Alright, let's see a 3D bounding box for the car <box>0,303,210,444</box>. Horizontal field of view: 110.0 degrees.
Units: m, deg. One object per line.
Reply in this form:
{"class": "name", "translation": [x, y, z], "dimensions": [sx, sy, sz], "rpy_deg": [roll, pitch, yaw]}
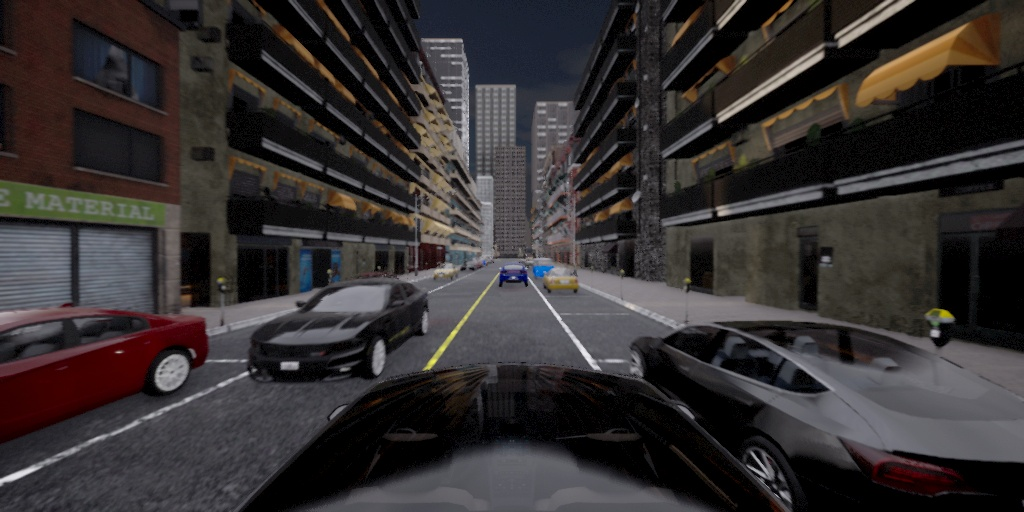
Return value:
{"class": "car", "translation": [-5.692, 1.294, 3.845], "dimensions": [1.888, 1.381, 4.507], "rpy_deg": [0, 0, 0]}

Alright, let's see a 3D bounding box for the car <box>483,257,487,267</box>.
{"class": "car", "translation": [-5.691, 1.303, 59.080], "dimensions": [1.888, 1.381, 4.507], "rpy_deg": [0, 0, 0]}

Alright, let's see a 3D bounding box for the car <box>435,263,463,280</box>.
{"class": "car", "translation": [-5.691, 1.276, 31.293], "dimensions": [1.751, 1.417, 4.829], "rpy_deg": [0, 0, 0]}

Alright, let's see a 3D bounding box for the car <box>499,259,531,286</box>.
{"class": "car", "translation": [0.101, 1.227, 25.411], "dimensions": [1.882, 1.535, 5.008], "rpy_deg": [0, 0, 0]}

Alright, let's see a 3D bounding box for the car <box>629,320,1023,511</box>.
{"class": "car", "translation": [2.689, 1.316, 3.833], "dimensions": [1.948, 1.339, 4.313], "rpy_deg": [0, 0, 0]}

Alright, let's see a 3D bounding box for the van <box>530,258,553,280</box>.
{"class": "van", "translation": [2.690, 1.092, 31.450], "dimensions": [1.690, 1.789, 3.998], "rpy_deg": [0, 0, 0]}

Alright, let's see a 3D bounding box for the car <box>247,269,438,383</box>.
{"class": "car", "translation": [-3.092, 1.227, 7.494], "dimensions": [1.882, 1.535, 5.008], "rpy_deg": [0, 1, 0]}

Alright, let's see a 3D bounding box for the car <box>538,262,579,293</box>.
{"class": "car", "translation": [2.689, 1.275, 20.572], "dimensions": [1.751, 1.417, 4.829], "rpy_deg": [0, 0, 0]}

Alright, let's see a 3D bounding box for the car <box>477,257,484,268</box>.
{"class": "car", "translation": [-5.690, 1.301, 53.556], "dimensions": [1.888, 1.381, 4.507], "rpy_deg": [0, 0, 0]}

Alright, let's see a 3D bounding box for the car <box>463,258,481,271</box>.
{"class": "car", "translation": [-5.690, 1.320, 48.032], "dimensions": [1.948, 1.339, 4.313], "rpy_deg": [0, 0, 0]}
